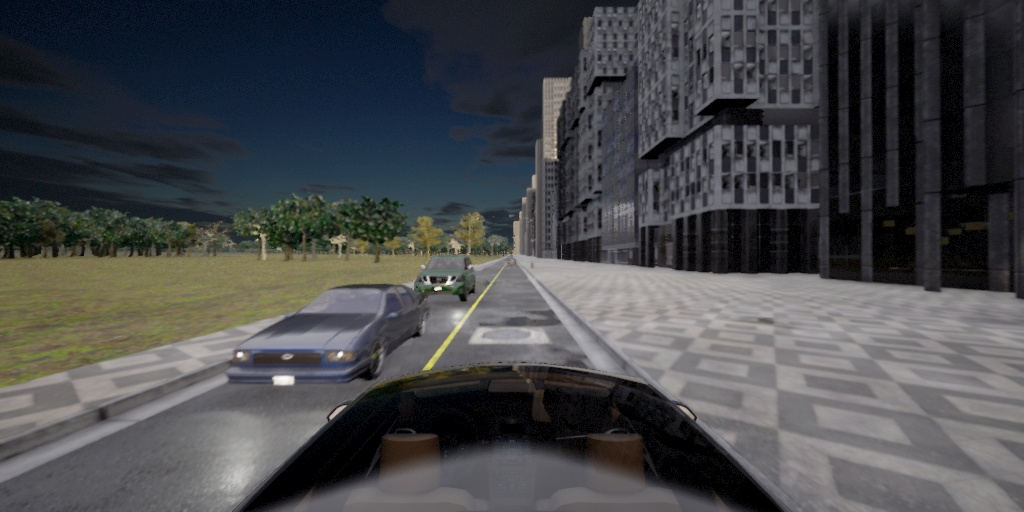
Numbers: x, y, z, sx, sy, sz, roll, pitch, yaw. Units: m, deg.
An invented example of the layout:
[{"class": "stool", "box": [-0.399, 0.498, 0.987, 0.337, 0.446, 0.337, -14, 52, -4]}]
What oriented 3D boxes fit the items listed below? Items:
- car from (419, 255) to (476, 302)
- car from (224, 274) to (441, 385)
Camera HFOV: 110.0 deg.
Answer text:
[{"class": "car", "box": [-3.003, 0.966, 17.340, 2.150, 2.045, 5.566, 0, 0, 0]}, {"class": "car", "box": [-3.094, 1.298, 7.517, 2.033, 1.411, 5.357, 0, 0, 0]}]
